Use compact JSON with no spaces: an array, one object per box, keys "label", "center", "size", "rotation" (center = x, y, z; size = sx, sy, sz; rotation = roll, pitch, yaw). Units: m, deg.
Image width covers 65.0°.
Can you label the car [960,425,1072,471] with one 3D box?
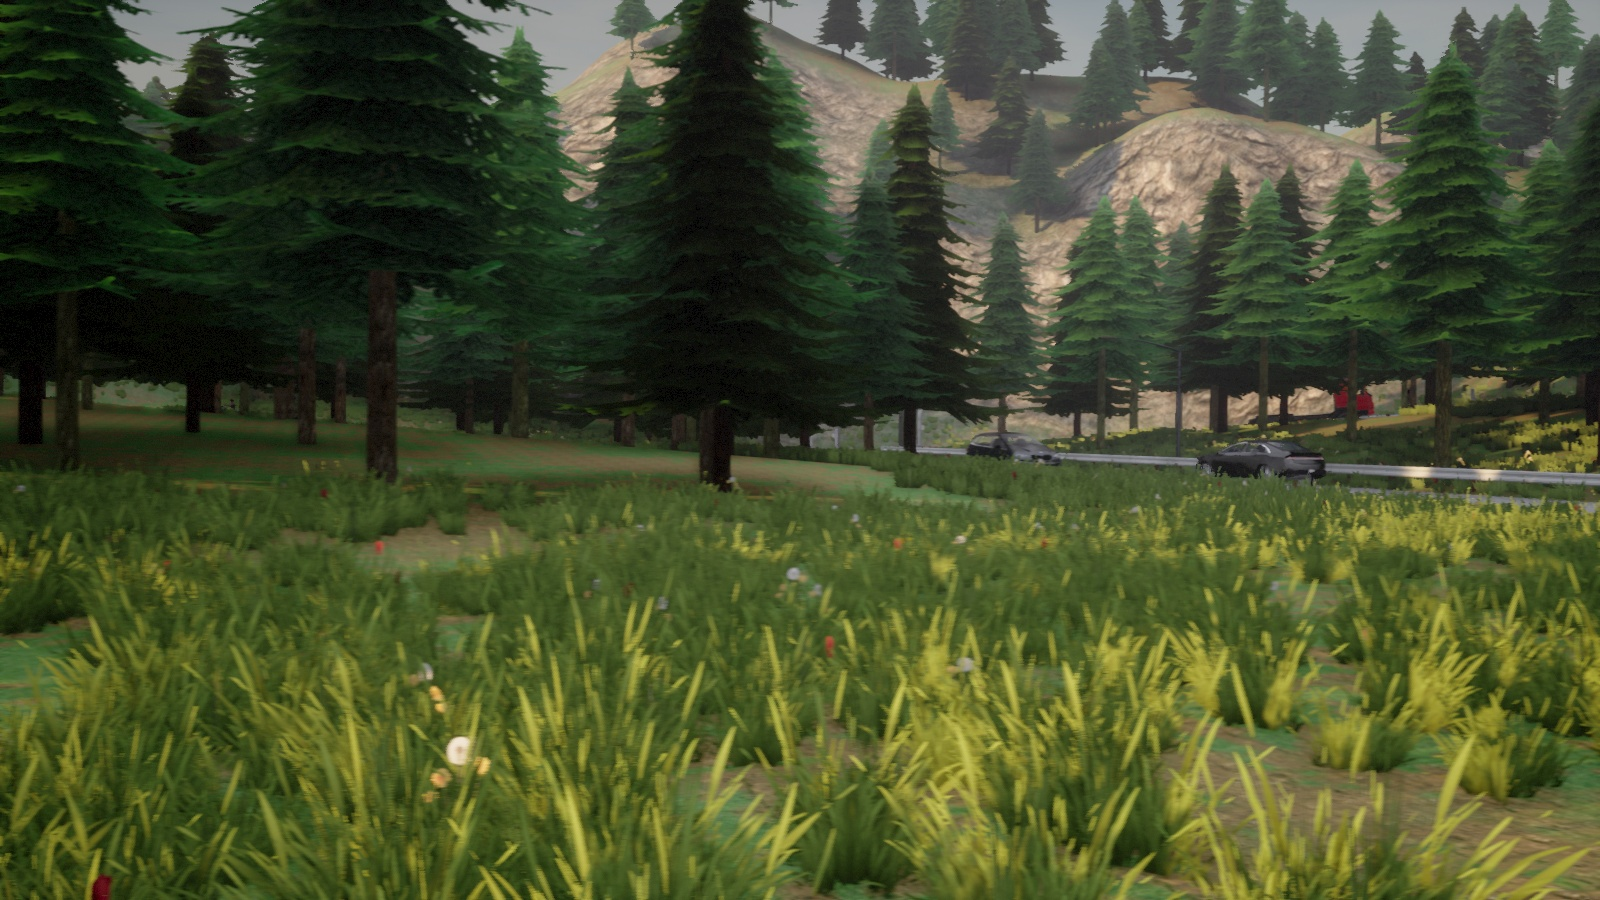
[{"label":"car","center":[8.377,-0.108,49.158],"size":[2.242,1.667,4.611],"rotation":[-1,1,-21]}]

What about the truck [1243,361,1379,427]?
[{"label":"truck","center":[33.533,-3.603,82.468],"size":[7.936,3.462,2.891],"rotation":[-5,-2,25]}]

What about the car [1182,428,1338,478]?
[{"label":"car","center":[15.070,0.057,41.435],"size":[2.128,1.511,4.902],"rotation":[-1,1,-21]}]
